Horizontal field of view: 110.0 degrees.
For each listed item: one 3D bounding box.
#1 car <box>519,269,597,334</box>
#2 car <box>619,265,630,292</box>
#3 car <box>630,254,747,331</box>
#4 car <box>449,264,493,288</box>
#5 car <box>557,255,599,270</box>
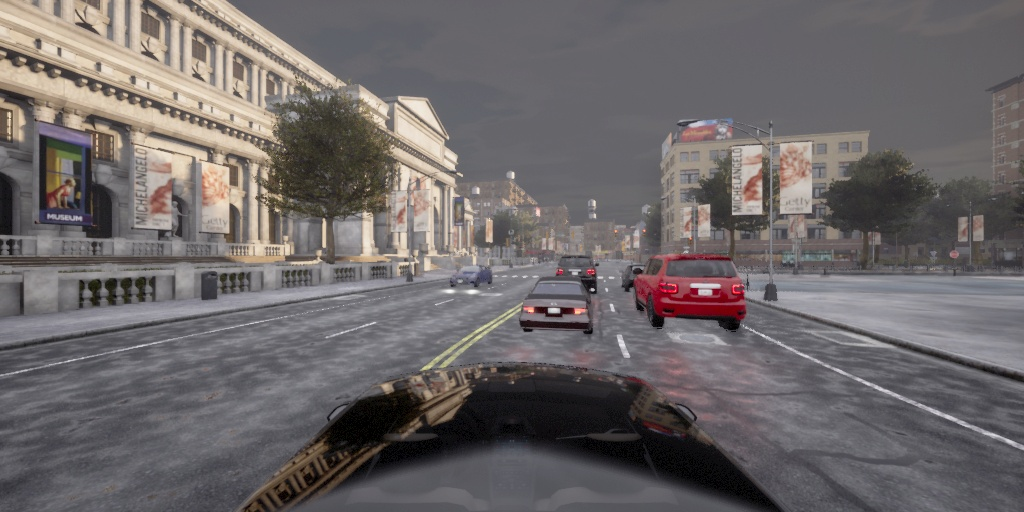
[{"bbox_3d":[1.455,1.297,10.677,2.033,1.411,5.357,0,0,11],"label":"car"},{"bbox_3d":[7.528,1.255,21.208,1.837,1.490,4.892,0,0,13],"label":"car"},{"bbox_3d":[5.224,0.971,11.254,2.150,2.045,5.566,0,0,12],"label":"car"},{"bbox_3d":[-2.642,1.291,24.346,1.812,1.442,4.674,0,0,14],"label":"car"},{"bbox_3d":[3.786,0.971,20.656,2.150,2.045,5.566,0,0,13],"label":"car"}]
